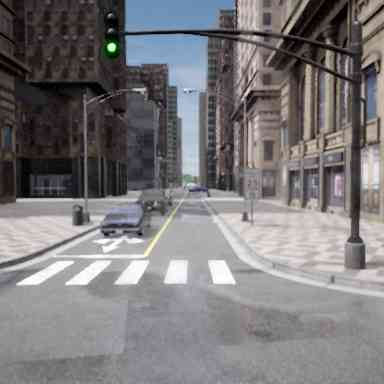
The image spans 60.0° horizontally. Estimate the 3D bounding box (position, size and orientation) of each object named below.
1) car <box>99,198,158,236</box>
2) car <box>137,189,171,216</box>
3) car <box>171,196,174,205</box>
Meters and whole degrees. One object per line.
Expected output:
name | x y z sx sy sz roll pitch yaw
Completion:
car | -3.128 1.273 16.858 2.033 1.411 5.357 0 1 0
car | -3.139 0.760 27.069 2.150 2.045 5.566 0 1 -1
car | -3.136 0.876 37.405 1.812 1.442 4.674 0 1 0
